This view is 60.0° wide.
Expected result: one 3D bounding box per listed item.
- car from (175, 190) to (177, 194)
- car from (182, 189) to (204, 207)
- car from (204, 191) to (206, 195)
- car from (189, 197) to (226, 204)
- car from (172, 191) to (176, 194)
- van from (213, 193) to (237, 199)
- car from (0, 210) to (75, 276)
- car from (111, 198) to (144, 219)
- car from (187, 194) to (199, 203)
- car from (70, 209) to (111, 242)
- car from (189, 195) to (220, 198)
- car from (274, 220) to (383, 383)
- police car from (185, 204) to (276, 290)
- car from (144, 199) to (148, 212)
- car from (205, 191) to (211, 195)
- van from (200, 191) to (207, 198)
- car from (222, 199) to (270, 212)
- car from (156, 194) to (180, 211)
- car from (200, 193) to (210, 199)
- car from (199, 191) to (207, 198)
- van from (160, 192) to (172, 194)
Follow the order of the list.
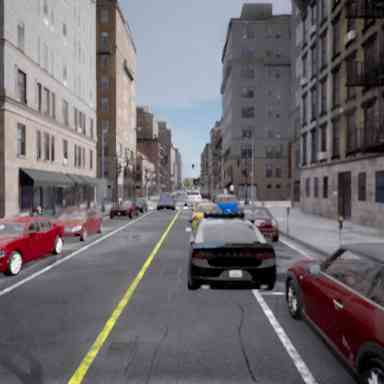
[{"bbox_3d":[-5.197,0.854,80.260,1.887,1.381,4.507,0,1,0],"label":"car"},{"bbox_3d":[0.117,0.837,44.378,2.150,2.045,5.566,0,1,0],"label":"car"},{"bbox_3d":[2.883,0.719,69.426,2.192,1.841,5.009,0,0,0],"label":"car"},{"bbox_3d":[0.873,1.295,19.068,1.801,1.575,5.366,0,0,0],"label":"car"},{"bbox_3d":[-5.213,0.923,74.854,1.947,1.339,4.313,0,0,0],"label":"car"},{"bbox_3d":[2.704,1.116,26.545,1.690,1.788,3.998,0,0,0],"label":"van"},{"bbox_3d":[-5.364,1.460,10.036,1.887,1.381,4.507,0,0,0],"label":"car"},{"bbox_3d":[-5.321,1.320,26.569,1.887,1.381,4.507,0,0,0],"label":"car"},{"bbox_3d":[0.148,1.053,57.730,2.033,1.411,5.357,0,0,0],"label":"car"},{"bbox_3d":[-5.349,1.451,15.547,1.802,1.307,4.206,0,0,0],"label":"car"},{"bbox_3d":[0.888,1.243,25.068,1.801,1.575,5.366,0,0,0],"label":"car"},{"bbox_3d":[2.647,1.401,4.503,1.967,1.590,4.097,0,0,0],"label":"car"},{"bbox_3d":[0.847,1.349,8.988,1.930,1.638,5.238,0,0,0],"label":"police car"},{"bbox_3d":[-5.306,1.294,32.079,1.947,1.339,4.313,0,0,0],"label":"car"},{"bbox_3d":[2.719,1.043,32.057,2.192,1.841,5.009,0,0,0],"label":"car"},{"bbox_3d":[2.910,0.603,85.644,1.690,1.788,3.998,0,1,0],"label":"van"},{"bbox_3d":[2.675,1.309,15.525,1.967,1.590,4.097,0,0,0],"label":"car"},{"bbox_3d":[-2.664,1.247,35.398,2.033,1.411,5.357,0,0,0],"label":"car"},{"bbox_3d":[2.892,0.907,74.834,2.008,1.369,4.403,0,1,0],"label":"car"},{"bbox_3d":[2.919,0.530,91.050,2.192,1.841,5.009,0,1,0],"label":"car"},{"bbox_3d":[-5.244,0.792,64.040,1.690,1.788,3.998,0,0,0],"label":"van"}]
